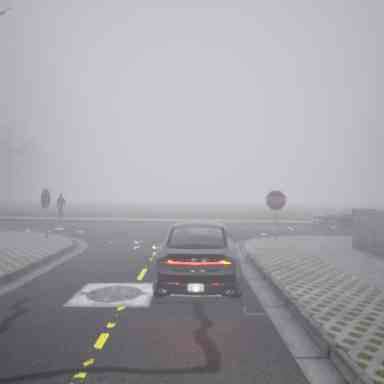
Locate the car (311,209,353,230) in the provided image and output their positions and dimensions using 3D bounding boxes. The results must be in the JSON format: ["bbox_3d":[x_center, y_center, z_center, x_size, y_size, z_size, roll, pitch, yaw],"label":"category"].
[{"bbox_3d":[10.344,1.751,21.726,4.718,1.301,1.895,1,0,-1],"label":"car"}]

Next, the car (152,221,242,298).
[{"bbox_3d":[0.176,1.502,8.500,1.837,1.490,4.892,0,0,3],"label":"car"}]

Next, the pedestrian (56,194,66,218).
[{"bbox_3d":[-9.685,0.993,24.504,0.375,1.860,0.375,0,-1,0],"label":"pedestrian"}]
